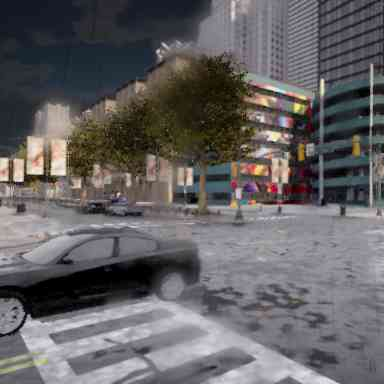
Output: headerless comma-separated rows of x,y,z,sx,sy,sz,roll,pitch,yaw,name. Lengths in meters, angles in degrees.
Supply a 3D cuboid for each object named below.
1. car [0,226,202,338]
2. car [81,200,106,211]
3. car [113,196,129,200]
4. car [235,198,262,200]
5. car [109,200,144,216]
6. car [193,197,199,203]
-2.102,1.501,6.792,5.008,1.535,1.882,1,0,-36,car
-12.658,1.721,42.659,1.994,1.385,4.181,1,0,-37,car
-13.880,1.637,64.379,2.097,1.767,4.553,1,0,-37,car
11.720,1.866,68.774,2.002,1.452,4.674,1,0,-36,car
-6.851,1.759,34.572,1.895,1.301,4.718,1,0,-36,car
1.242,1.912,76.257,2.161,1.482,4.786,1,0,-36,car
